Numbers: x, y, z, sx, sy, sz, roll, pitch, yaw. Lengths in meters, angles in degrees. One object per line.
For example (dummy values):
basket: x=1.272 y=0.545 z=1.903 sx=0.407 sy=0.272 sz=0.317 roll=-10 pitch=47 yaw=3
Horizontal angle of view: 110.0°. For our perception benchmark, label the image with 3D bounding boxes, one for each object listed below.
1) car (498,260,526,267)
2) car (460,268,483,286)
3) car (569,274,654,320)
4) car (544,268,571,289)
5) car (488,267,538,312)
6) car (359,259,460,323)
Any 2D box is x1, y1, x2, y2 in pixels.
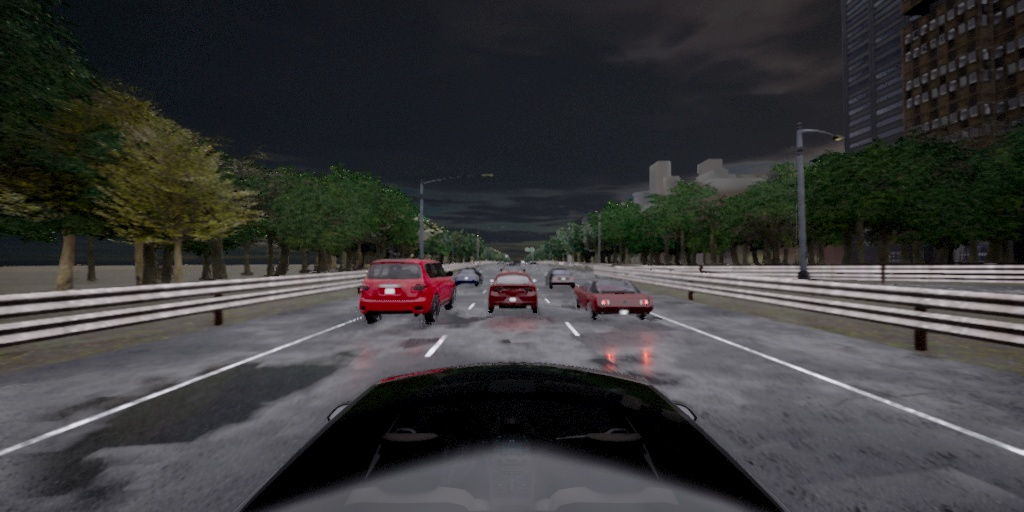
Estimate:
car: x=0.038 y=1.463 z=29.017 sx=2.097 sy=1.767 sz=4.553 roll=0 pitch=-1 yaw=0
car: x=-3.459 y=1.679 z=29.271 sx=1.994 sy=1.385 sz=4.181 roll=0 pitch=-1 yaw=0
car: x=3.537 y=1.512 z=13.480 sx=1.895 sy=1.301 sz=4.718 roll=0 pitch=-1 yaw=0
car: x=3.519 y=1.634 z=26.897 sx=2.033 sy=1.411 sz=5.357 roll=0 pitch=-1 yaw=0
car: x=0.050 y=1.413 z=15.269 sx=1.882 sy=1.535 sz=5.008 roll=0 pitch=0 yaw=0
car: x=-3.470 y=1.127 z=12.922 sx=2.150 sy=2.045 sz=5.566 roll=0 pitch=-1 yaw=0
